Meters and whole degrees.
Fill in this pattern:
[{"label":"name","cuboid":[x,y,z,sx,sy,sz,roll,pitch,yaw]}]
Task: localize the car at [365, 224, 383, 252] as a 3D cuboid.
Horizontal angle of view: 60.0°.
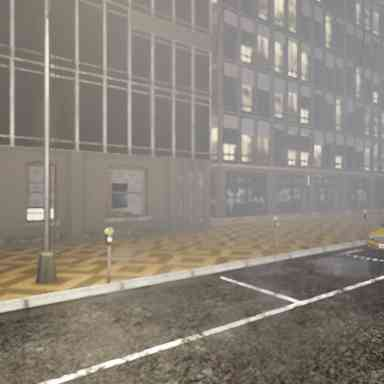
[{"label":"car","cuboid":[8.349,1.480,12.512,4.829,1.417,1.752,0,0,-36]}]
